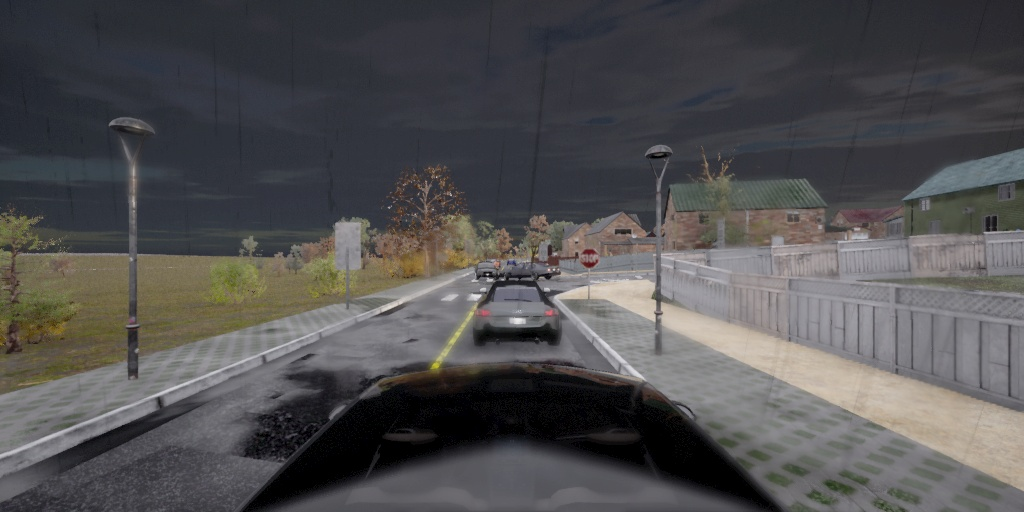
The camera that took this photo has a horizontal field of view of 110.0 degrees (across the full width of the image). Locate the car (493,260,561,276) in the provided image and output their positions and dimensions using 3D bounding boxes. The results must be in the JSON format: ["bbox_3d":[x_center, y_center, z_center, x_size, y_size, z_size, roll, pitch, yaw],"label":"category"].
[{"bbox_3d":[1.293,1.198,28.417,5.357,1.411,2.033,-4,-3,43],"label":"car"}]

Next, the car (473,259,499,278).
[{"bbox_3d":[-2.299,1.258,31.322,1.837,1.490,4.892,0,0,-8],"label":"car"}]

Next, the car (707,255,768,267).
[{"bbox_3d":[14.353,0.413,22.815,4.181,1.385,1.994,-3,0,16],"label":"car"}]

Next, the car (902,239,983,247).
[{"bbox_3d":[23.857,-0.208,20.409,4.902,1.511,2.128,-3,0,14],"label":"car"}]

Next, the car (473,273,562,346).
[{"bbox_3d":[0.089,1.313,9.400,1.994,1.385,4.181,0,0,-1],"label":"car"}]

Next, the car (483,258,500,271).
[{"bbox_3d":[-2.928,1.121,51.139,2.097,1.767,4.553,0,0,1],"label":"car"}]
